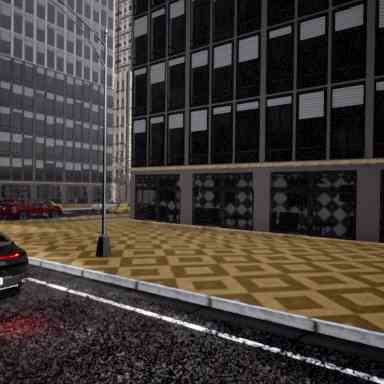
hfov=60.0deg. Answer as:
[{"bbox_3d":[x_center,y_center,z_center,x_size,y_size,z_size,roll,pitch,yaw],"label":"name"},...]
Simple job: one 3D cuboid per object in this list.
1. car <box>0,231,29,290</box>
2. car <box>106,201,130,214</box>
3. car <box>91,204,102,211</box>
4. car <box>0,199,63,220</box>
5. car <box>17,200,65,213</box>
[{"bbox_3d":[-5.748,1.500,7.814,4.892,1.490,1.837,0,0,36],"label":"car"},{"bbox_3d":[-7.351,1.829,38.865,1.752,1.417,4.829,1,0,37],"label":"car"},{"bbox_3d":[-10.905,1.826,43.775,1.895,1.301,4.718,1,0,37],"label":"car"},{"bbox_3d":[-14.181,1.518,29.677,2.192,1.841,5.009,1,0,37],"label":"car"},{"bbox_3d":[-17.646,1.641,39.064,1.752,1.417,4.829,1,0,37],"label":"car"}]
